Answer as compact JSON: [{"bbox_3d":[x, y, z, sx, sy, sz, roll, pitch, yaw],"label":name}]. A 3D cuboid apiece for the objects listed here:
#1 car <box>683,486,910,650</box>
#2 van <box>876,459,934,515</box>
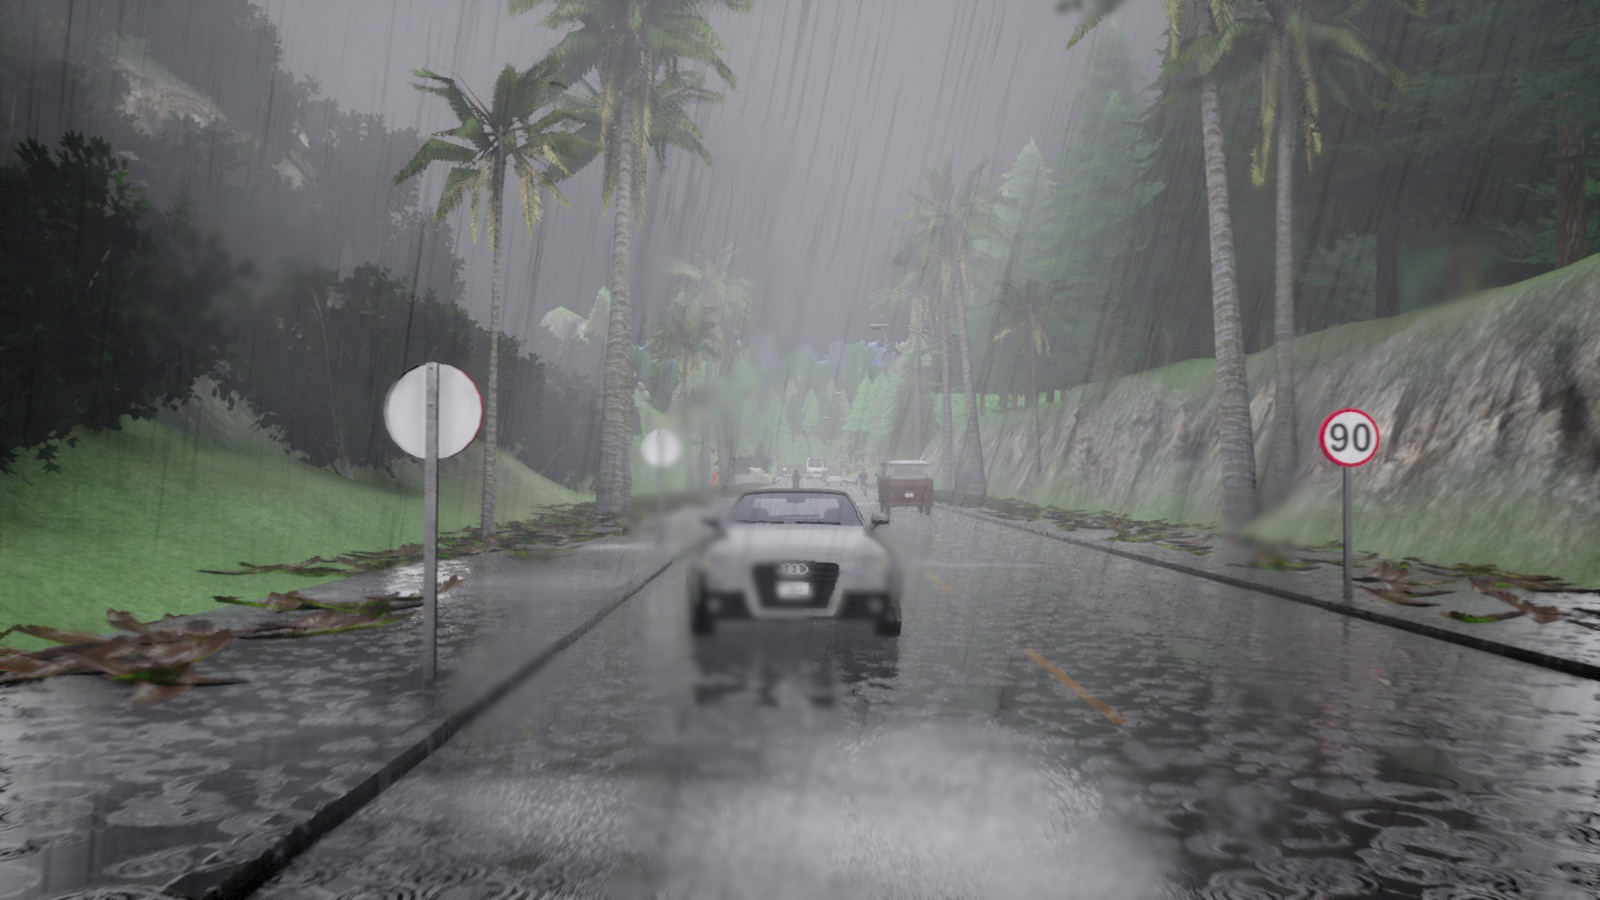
[{"bbox_3d":[-0.036,1.099,13.146,1.994,1.385,4.181,0,-1,0],"label":"car"},{"bbox_3d":[3.873,1.337,46.820,1.775,1.987,4.442,0,-1,0],"label":"van"}]
